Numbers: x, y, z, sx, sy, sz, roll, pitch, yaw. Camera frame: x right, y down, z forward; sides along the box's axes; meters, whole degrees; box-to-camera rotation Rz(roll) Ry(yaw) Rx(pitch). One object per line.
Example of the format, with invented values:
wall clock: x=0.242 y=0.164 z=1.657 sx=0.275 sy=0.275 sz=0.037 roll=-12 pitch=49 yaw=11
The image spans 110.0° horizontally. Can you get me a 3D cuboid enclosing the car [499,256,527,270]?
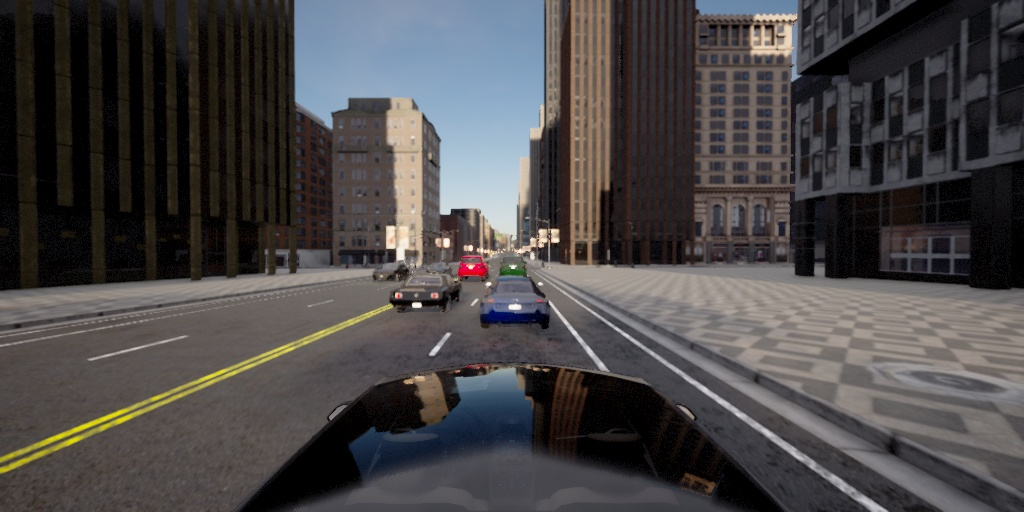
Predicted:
car: x=0.089 y=1.014 z=30.267 sx=2.150 sy=2.045 sz=5.566 roll=0 pitch=0 yaw=0

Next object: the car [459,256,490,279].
car: x=-3.162 y=1.014 z=30.230 sx=2.150 sy=2.045 sz=5.566 roll=0 pitch=0 yaw=0

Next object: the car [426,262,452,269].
car: x=-6.602 y=1.305 z=32.762 sx=1.837 sy=1.490 sz=4.892 roll=0 pitch=-1 yaw=0

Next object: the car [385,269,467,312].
car: x=-3.161 y=1.361 z=14.193 sx=1.895 sy=1.301 sz=4.718 roll=0 pitch=0 yaw=0

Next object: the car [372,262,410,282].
car: x=-9.853 y=1.268 z=29.597 sx=1.882 sy=1.535 sz=5.008 roll=0 pitch=0 yaw=0

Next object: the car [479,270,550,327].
car: x=0.083 y=1.322 z=11.489 sx=1.994 sy=1.385 sz=4.181 roll=0 pitch=0 yaw=0
